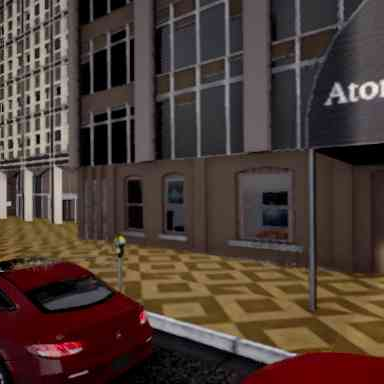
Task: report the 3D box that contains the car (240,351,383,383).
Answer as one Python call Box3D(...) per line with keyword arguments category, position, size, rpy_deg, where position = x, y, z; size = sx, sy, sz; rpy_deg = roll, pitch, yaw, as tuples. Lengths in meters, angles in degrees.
Box3D(category="car", position=(2.178, 1.545, 1.331), size=(4.507, 1.381, 1.887), rpy_deg=(0, 0, 36))

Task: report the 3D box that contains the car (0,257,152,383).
Box3D(category="car", position=(-2.414, 1.581, 4.607), size=(4.206, 1.307, 1.802), rpy_deg=(0, 0, 36))
